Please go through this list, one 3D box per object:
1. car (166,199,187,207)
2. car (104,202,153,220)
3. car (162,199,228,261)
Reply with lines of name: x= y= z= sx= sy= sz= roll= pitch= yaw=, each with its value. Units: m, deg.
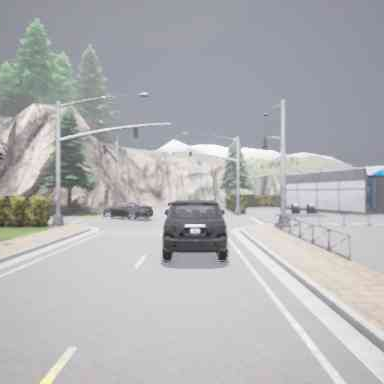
car: x=-2.697 y=1.892 z=58.291 sx=1.895 sy=1.301 sz=4.718 roll=0 pitch=0 yaw=21
car: x=-5.678 y=1.639 z=29.334 sx=4.902 sy=1.511 sz=2.128 roll=0 pitch=-1 yaw=34
car: x=0.118 y=1.285 z=12.745 sx=2.150 sy=2.045 sz=5.566 roll=0 pitch=0 yaw=1
